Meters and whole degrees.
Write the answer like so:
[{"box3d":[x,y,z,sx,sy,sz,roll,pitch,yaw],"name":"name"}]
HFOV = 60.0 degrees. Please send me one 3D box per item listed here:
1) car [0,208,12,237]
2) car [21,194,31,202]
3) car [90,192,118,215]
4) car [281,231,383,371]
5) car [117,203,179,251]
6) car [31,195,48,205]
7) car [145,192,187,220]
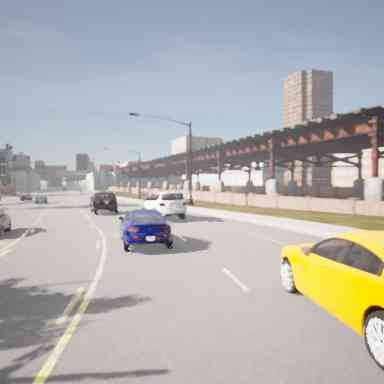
[{"box3d":[-10.536,1.517,17.037,1.812,1.442,4.674,-1,1,-19],"name":"car"},{"box3d":[-32.875,1.154,66.231,1.882,1.535,5.008,-1,1,-21],"name":"car"},{"box3d":[-8.552,1.024,32.223,2.150,2.045,5.566,-1,1,-21],"name":"car"},{"box3d":[3.092,1.387,5.577,1.882,1.535,5.008,0,1,-6],"name":"car"},{"box3d":[-1.984,1.414,13.690,1.812,1.442,4.674,-1,1,-14],"name":"car"},{"box3d":[-25.133,1.288,55.668,2.128,1.511,4.902,-1,1,-20],"name":"car"},{"box3d":[-2.122,0.991,25.094,2.150,2.045,5.566,-1,1,-20],"name":"car"}]
